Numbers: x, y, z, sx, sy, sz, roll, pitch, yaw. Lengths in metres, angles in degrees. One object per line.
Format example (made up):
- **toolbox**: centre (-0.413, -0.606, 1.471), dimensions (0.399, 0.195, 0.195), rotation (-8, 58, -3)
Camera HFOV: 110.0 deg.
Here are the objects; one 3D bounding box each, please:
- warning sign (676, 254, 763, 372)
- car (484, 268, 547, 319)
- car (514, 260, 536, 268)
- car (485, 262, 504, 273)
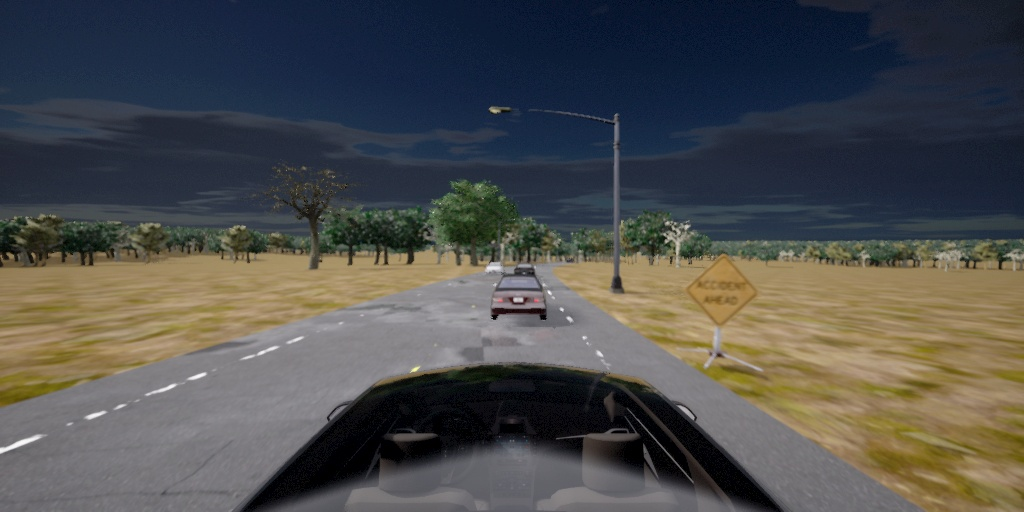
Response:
- **warning sign**: centre (3.574, 0.888, 6.280), dimensions (1.300, 1.860, 1.060), rotation (0, 0, 1)
- **car**: centre (0.258, 1.345, 13.024), dimensions (2.033, 1.411, 5.357), rotation (0, 0, 2)
- **car**: centre (1.213, 1.385, 33.664), dimensions (1.882, 1.535, 5.008), rotation (0, 0, 4)
- **car**: centre (-1.931, 1.464, 41.160), dimensions (1.812, 1.442, 4.674), rotation (0, 0, 5)
